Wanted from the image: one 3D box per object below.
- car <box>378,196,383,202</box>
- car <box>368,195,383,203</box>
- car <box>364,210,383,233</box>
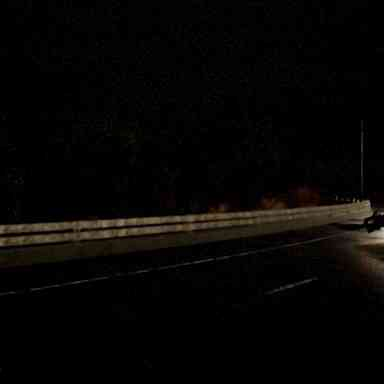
[{"bbox_3d":[46.573,1.708,79.810,1.812,1.442,4.674,0,0,6],"label":"car"},{"bbox_3d":[37.436,1.366,67.646,2.097,1.767,4.553,0,0,11],"label":"car"},{"bbox_3d":[11.573,1.645,19.096,1.895,1.301,4.718,0,0,43],"label":"car"}]
